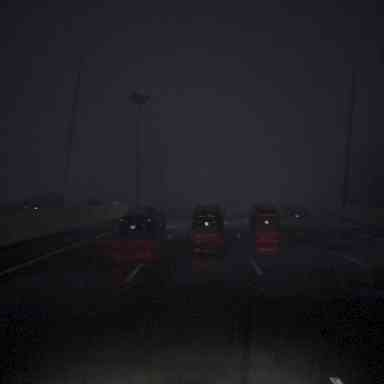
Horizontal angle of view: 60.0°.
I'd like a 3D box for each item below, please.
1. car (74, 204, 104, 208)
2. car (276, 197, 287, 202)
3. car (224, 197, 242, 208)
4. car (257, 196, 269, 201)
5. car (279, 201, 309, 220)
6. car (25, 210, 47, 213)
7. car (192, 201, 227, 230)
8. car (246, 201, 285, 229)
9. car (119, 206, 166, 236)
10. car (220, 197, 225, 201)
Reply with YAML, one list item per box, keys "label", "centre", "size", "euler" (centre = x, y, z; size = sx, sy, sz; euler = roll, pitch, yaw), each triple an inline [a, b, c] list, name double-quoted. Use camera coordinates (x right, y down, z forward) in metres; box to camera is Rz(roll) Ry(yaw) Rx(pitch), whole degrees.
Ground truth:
- label: "car"
  centre: [-11.041, 1.448, 35.687]
  size: [2.033, 1.411, 5.357]
  euler: [1, 0, 10]
- label: "car"
  centre: [17.009, 1.760, 63.146]
  size: [1.882, 1.535, 5.008]
  euler: [1, 0, 14]
- label: "car"
  centre: [6.875, 1.745, 52.788]
  size: [1.895, 1.301, 4.718]
  euler: [1, 0, 15]
- label: "car"
  centre: [13.528, 1.592, 63.637]
  size: [2.097, 1.767, 4.553]
  euler: [1, 0, 14]
- label: "car"
  centre: [9.275, 1.751, 30.321]
  size: [1.895, 1.301, 4.718]
  euler: [1, 0, 10]
- label: "car"
  centre: [-14.952, 1.070, 33.542]
  size: [2.150, 2.045, 5.566]
  euler: [1, 0, 9]
- label: "car"
  centre: [1.121, 1.543, 21.331]
  size: [1.837, 1.490, 4.892]
  euler: [0, 0, 7]
- label: "car"
  centre: [4.858, 1.591, 22.722]
  size: [1.837, 1.490, 4.892]
  euler: [0, 0, 7]
- label: "car"
  centre: [-2.640, 1.513, 18.404]
  size: [1.812, 1.442, 4.674]
  euler: [0, 0, 6]
- label: "car"
  centre: [6.525, 1.657, 64.510]
  size: [1.837, 1.490, 4.892]
  euler: [1, 0, 14]
